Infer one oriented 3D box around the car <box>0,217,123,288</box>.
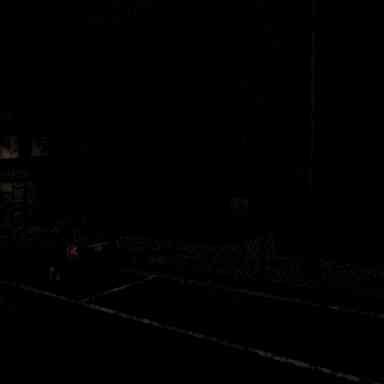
[{"bbox_3d":[-3.952,1.445,9.344,4.097,1.590,1.967,0,1,33],"label":"car"}]
